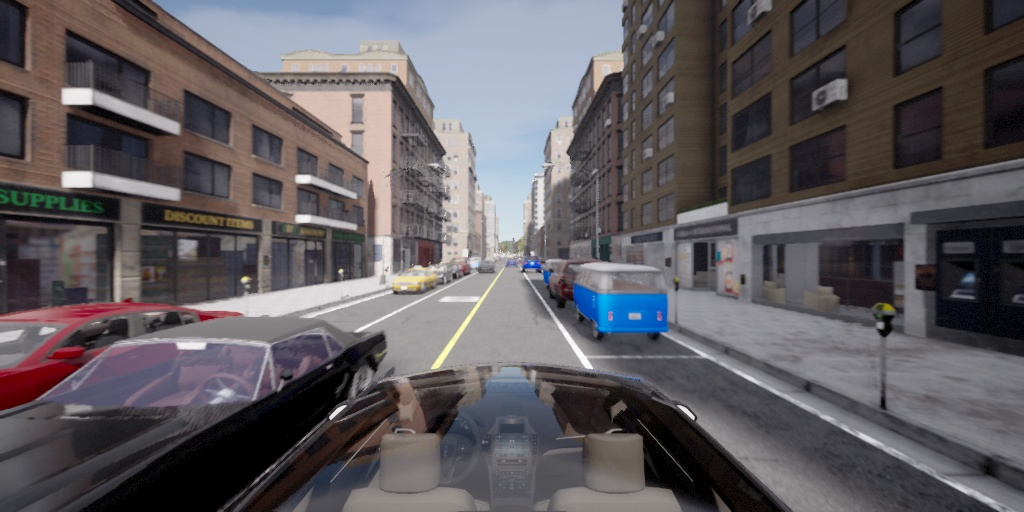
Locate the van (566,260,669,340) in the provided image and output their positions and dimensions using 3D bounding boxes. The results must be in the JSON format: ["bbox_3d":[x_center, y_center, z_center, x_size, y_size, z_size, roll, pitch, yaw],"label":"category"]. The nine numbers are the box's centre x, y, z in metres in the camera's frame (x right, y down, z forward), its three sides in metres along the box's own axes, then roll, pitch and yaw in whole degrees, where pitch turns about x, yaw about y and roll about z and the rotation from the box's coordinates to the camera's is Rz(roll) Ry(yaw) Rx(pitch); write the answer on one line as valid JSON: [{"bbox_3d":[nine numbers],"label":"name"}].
[{"bbox_3d":[2.693,1.087,9.698,1.690,1.789,3.998,0,0,0],"label":"van"}]

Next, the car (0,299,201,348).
[{"bbox_3d":[-5.402,1.294,4.293,1.888,1.381,4.507,0,0,0],"label":"car"}]

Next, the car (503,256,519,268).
[{"bbox_3d":[0.028,1.070,62.548,2.097,1.767,4.553,0,0,0],"label":"car"}]

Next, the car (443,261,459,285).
[{"bbox_3d":[-5.389,1.288,25.918,2.007,1.370,4.403,0,0,0],"label":"car"}]

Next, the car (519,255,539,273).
[{"bbox_3d":[2.283,0.956,43.053,2.150,2.045,5.566,0,0,0],"label":"car"}]

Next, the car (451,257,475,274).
[{"bbox_3d":[-5.383,1.046,36.731,2.192,1.841,5.009,0,0,0],"label":"car"}]

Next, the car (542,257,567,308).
[{"bbox_3d":[2.690,1.058,15.105,2.192,1.841,5.009,0,0,0],"label":"car"}]

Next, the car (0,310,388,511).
[{"bbox_3d":[-2.838,1.350,3.310,1.895,1.301,4.718,0,0,0],"label":"car"}]

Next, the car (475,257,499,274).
[{"bbox_3d":[-2.824,1.233,40.659,1.837,1.490,4.892,0,0,0],"label":"car"}]

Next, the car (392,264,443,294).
[{"bbox_3d":[-5.392,1.265,20.343,1.751,1.417,4.829,0,0,0],"label":"car"}]

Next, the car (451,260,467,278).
[{"bbox_3d":[-5.386,1.300,31.325,1.948,1.339,4.313,0,0,0],"label":"car"}]

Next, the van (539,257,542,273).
[{"bbox_3d":[2.687,1.081,20.511,1.690,1.789,3.998,0,0,0],"label":"van"}]

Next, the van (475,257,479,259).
[{"bbox_3d":[-5.373,1.064,52.950,1.690,1.789,3.998,0,0,0],"label":"van"}]
